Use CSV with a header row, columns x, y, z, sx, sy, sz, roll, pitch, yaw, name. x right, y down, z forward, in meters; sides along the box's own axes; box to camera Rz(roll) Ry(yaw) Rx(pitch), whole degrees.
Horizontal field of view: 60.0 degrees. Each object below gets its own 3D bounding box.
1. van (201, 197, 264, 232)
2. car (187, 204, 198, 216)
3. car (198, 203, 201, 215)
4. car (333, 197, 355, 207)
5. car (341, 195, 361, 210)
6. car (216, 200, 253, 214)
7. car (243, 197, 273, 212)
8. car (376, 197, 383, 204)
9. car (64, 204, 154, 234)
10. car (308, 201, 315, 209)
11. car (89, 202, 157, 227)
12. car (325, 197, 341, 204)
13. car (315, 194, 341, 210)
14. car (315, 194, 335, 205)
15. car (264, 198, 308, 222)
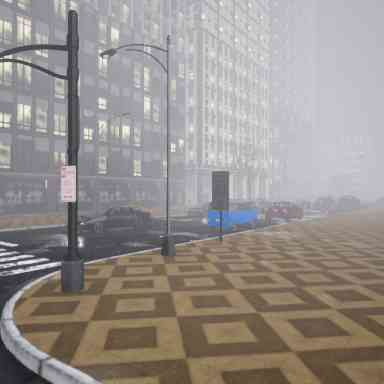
x,y,z,sx,sy,sz,roll,pitch,yaw,name
2.576,1.368,20.278,1.690,1.788,3.998,0,0,38,van
1.287,1.604,31.714,1.802,1.307,4.206,0,0,38,car
2.993,1.377,29.882,2.097,1.767,4.553,0,0,38,car
23.956,1.552,52.312,2.128,1.511,4.902,0,0,37,car
21.098,1.368,44.554,2.192,1.841,5.009,0,0,38,car
4.678,1.571,36.125,1.887,1.381,4.507,0,0,38,car
8.069,1.471,40.536,1.967,1.590,4.097,0,0,38,car
38.053,1.658,66.607,1.947,1.339,4.313,0,0,38,car
-4.748,1.564,19.818,2.033,1.411,5.357,0,0,38,car
14.390,1.606,44.590,1.994,1.385,4.181,0,0,38,car
-4.816,1.540,23.987,1.752,1.417,4.829,0,0,38,car
28.416,1.624,67.001,2.008,1.369,4.403,0,0,38,car
17.907,1.400,44.449,2.097,1.767,4.553,0,0,38,car
25.025,1.380,62.591,2.192,1.841,5.009,0,0,38,car
7.534,1.472,26.910,1.967,1.590,4.097,0,0,38,car
